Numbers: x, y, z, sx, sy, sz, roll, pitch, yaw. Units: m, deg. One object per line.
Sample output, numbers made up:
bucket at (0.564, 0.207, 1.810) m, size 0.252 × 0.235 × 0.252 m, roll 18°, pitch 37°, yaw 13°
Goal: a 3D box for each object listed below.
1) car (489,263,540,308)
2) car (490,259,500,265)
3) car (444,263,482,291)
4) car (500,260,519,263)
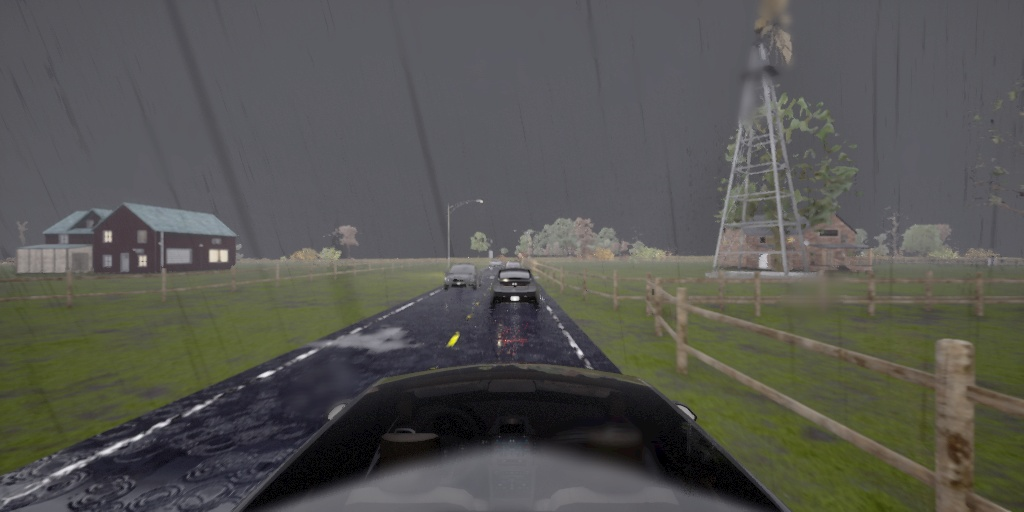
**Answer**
car at (0.102, 1.224, 14.904) m, size 1.837 × 1.490 × 4.892 m, roll 0°, pitch 0°, yaw 0°
car at (-2.778, 1.199, 61.820) m, size 1.895 × 1.301 × 4.718 m, roll 0°, pitch 0°, yaw 1°
car at (-2.845, 1.208, 21.541) m, size 1.837 × 1.490 × 4.892 m, roll 0°, pitch 0°, yaw 0°
car at (0.104, 1.213, 36.696) m, size 2.033 × 1.411 × 5.357 m, roll 0°, pitch 0°, yaw 0°
